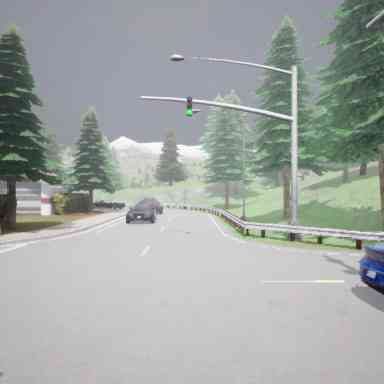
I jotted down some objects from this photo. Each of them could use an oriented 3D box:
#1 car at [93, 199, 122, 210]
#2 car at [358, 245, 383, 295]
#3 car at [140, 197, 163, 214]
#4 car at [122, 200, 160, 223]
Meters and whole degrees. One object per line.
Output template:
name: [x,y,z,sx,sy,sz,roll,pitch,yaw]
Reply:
car: [-10.969,1.608,42.721,4.718,1.301,1.895,0,0,15]
car: [6.052,1.538,6.661,5.008,1.535,1.882,1,0,-1]
car: [-4.472,1.352,34.918,2.097,1.767,4.553,0,0,-19]
car: [-3.734,1.564,25.120,1.994,1.385,4.181,0,0,-2]
